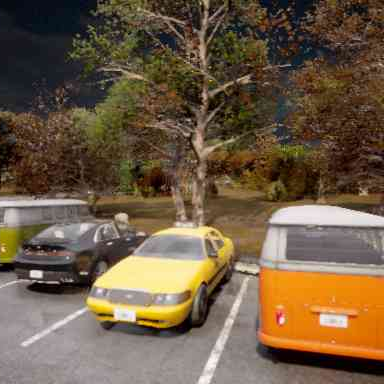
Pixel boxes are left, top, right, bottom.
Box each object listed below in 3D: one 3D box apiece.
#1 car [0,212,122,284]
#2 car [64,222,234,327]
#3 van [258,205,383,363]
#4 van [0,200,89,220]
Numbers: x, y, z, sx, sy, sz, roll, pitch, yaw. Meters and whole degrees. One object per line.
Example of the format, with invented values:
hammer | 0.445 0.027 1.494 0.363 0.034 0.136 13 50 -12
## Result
car | -2.598 1.481 9.275 2.231 1.521 4.892 0 -1 16
car | -0.245 1.477 7.392 1.946 1.575 5.366 1 -1 16
van | 2.230 1.260 5.976 1.878 1.987 4.442 0 -1 15
van | -4.964 1.257 11.107 1.878 1.987 4.442 0 -1 16
